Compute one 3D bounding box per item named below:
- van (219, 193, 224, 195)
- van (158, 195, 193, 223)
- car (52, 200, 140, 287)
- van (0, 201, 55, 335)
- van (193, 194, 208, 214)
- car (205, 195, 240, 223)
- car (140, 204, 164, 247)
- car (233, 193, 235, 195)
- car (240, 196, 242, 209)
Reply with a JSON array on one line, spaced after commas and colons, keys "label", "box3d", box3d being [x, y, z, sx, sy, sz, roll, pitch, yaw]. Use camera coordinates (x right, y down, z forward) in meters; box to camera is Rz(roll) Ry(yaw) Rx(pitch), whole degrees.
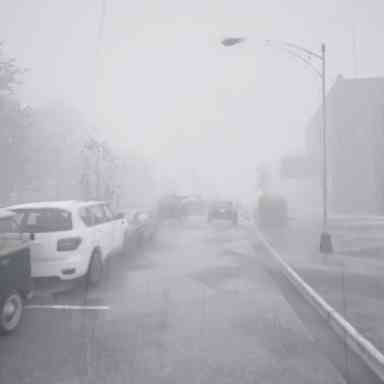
[{"label": "van", "box3d": [3.480, 1.320, 53.489, 1.878, 1.987, 4.442, 0, 0, 13]}, {"label": "van", "box3d": [-1.382, 1.287, 26.260, 1.878, 1.987, 4.442, -1, 1, 8]}, {"label": "car", "box3d": [-3.322, 1.240, 9.559, 2.435, 2.045, 5.566, -1, 1, 2]}, {"label": "van", "box3d": [-3.616, 1.253, 4.064, 1.878, 1.987, 4.442, -1, 1, 0]}, {"label": "van", "box3d": [0.269, 1.293, 36.074, 1.878, 1.987, 4.442, -1, 1, 8]}, {"label": "car", "box3d": [2.437, 1.375, 25.686, 2.097, 1.767, 4.553, 0, 0, 8]}, {"label": "car", "box3d": [-2.826, 1.541, 15.099, 2.002, 1.452, 4.674, -1, 1, 6]}, {"label": "car", "box3d": [8.474, 1.542, 80.633, 2.097, 1.535, 5.008, 0, 0, 13]}, {"label": "car", "box3d": [5.343, 1.590, 42.815, 1.994, 1.385, 4.181, 0, 0, 10]}]
